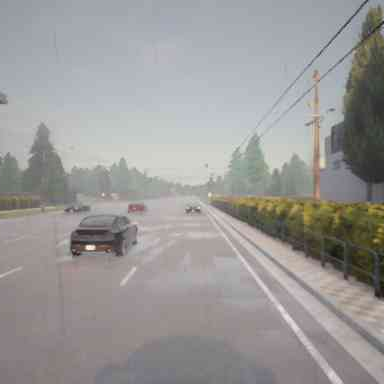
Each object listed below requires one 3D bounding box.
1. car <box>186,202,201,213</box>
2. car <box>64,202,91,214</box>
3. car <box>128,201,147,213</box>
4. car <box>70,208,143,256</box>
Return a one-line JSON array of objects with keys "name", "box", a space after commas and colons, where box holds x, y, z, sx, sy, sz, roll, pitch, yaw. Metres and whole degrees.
[{"name": "car", "box": [0.156, 1.970, 42.250, 1.895, 1.301, 4.718, 0, 0, 0]}, {"name": "car", "box": [-13.847, 1.913, 40.532, 1.895, 1.301, 4.718, 0, 0, 0]}, {"name": "car", "box": [-6.844, 1.825, 42.243, 1.882, 1.535, 5.008, 0, 0, 0]}, {"name": "car", "box": [-3.386, 1.615, 13.535, 1.837, 1.490, 4.892, 0, 0, 0]}]
